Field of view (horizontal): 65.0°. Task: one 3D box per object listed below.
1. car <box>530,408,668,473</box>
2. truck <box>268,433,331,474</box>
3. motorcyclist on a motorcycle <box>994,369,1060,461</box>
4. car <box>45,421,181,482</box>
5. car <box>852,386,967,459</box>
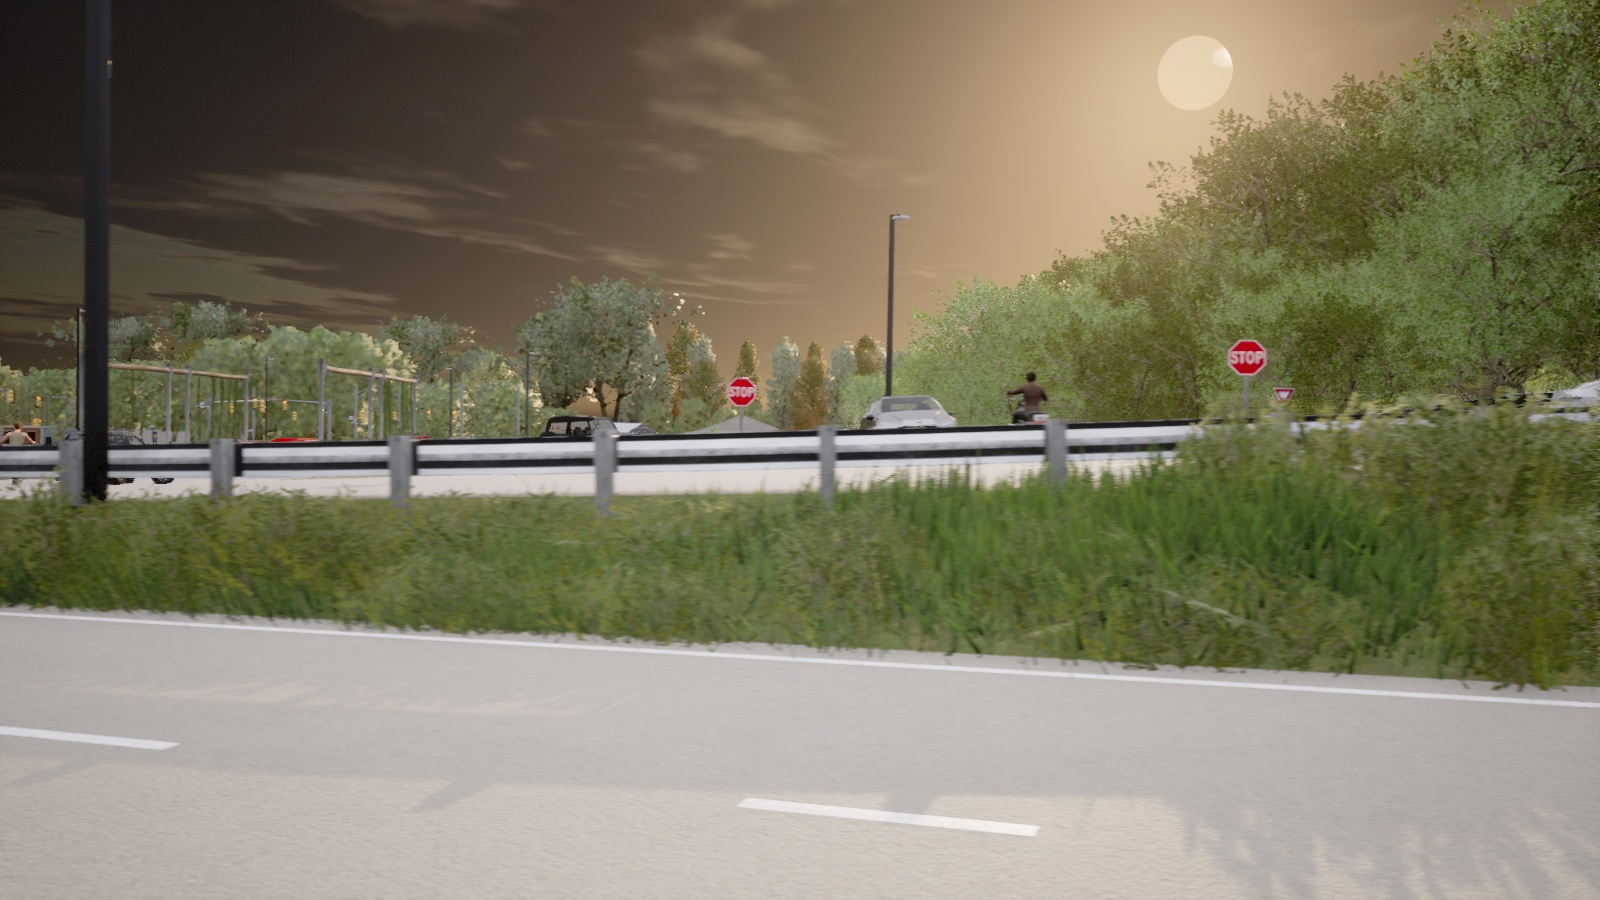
[{"bbox_3d":[-6.435,-0.296,40.390,3.866,1.878,1.905,-2,0,19],"label":"car"},{"bbox_3d":[-32.400,0.233,81.461,2.627,2.467,5.204,1,0,-9],"label":"truck"},{"bbox_3d":[4.258,-0.619,23.745,0.766,1.649,2.350,1,0,-1],"label":"motorcyclist on a motorcycle"},{"bbox_3d":[-22.817,0.101,41.944,1.932,1.855,4.605,-1,-2,2],"label":"car"},{"bbox_3d":[2.726,-0.656,32.428,2.242,1.667,4.611,-2,0,-3],"label":"car"}]
